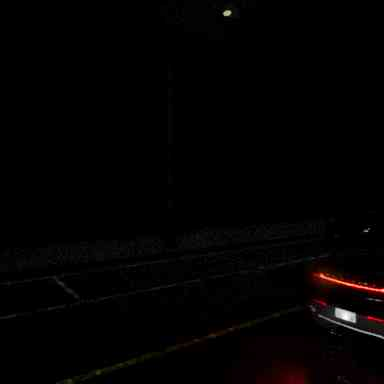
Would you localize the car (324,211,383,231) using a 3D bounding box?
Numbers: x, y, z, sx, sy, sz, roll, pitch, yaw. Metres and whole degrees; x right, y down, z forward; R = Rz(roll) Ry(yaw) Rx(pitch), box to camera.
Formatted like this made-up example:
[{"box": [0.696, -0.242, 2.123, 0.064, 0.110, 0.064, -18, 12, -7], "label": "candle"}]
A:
[{"box": [8.036, 1.566, 15.630, 4.313, 1.339, 1.947, 0, 0, -36], "label": "car"}]

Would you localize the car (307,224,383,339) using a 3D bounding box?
[{"box": [4.145, 1.504, 6.117, 4.892, 1.490, 1.837, 0, 0, -35], "label": "car"}]
